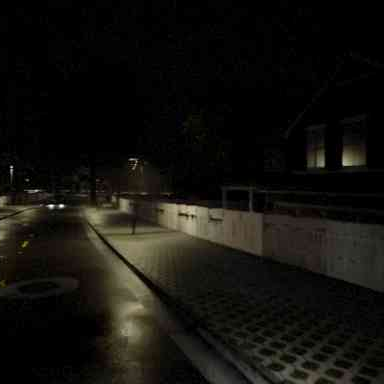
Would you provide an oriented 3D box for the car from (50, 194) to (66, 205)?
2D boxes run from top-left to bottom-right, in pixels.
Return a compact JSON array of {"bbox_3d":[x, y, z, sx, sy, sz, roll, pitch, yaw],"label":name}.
[{"bbox_3d":[-22.805,1.208,56.817,2.097,1.767,4.553,0,1,-15],"label":"car"}]
